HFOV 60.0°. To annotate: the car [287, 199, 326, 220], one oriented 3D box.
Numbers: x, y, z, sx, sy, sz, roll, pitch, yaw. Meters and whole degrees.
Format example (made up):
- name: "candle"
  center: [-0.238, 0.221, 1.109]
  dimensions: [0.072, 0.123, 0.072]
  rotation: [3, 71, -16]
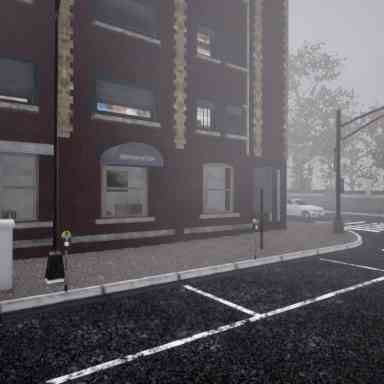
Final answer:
- name: "car"
  center: [8.019, 1.256, 25.821]
  dimensions: [1.812, 1.442, 4.674]
  rotation: [0, 1, -36]
